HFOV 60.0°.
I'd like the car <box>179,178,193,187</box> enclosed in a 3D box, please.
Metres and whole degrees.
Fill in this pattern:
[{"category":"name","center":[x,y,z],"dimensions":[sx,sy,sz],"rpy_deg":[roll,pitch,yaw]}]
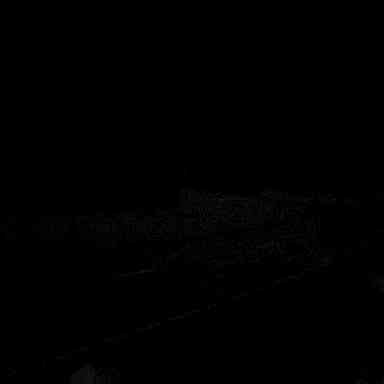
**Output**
[{"category":"car","center":[-0.237,-2.048,84.238],"dimensions":[2.231,1.521,4.892],"rpy_deg":[6,5,39]}]

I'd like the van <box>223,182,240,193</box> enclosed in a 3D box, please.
[{"category":"van","center":[9.027,-0.783,68.888],"dimensions":[1.878,1.987,4.442],"rpy_deg":[6,5,39]}]

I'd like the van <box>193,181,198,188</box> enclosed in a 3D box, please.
[{"category":"van","center":[2.916,-1.779,79.174],"dimensions":[1.878,1.987,4.442],"rpy_deg":[6,5,39]}]

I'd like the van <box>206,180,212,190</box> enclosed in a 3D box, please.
[{"category":"van","center":[5.834,-1.275,73.843],"dimensions":[1.878,1.987,4.442],"rpy_deg":[6,5,39]}]

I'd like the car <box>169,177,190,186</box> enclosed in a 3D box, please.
[{"category":"car","center":[-3.333,-2.800,89.371],"dimensions":[2.435,2.045,5.566],"rpy_deg":[5,5,38]}]

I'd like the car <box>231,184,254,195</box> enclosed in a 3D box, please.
[{"category":"car","center":[10.466,-0.307,66.240],"dimensions":[2.097,1.535,5.008],"rpy_deg":[6,5,39]}]

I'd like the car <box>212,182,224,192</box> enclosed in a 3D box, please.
[{"category":"car","center":[7.416,-1.053,71.339],"dimensions":[2.435,2.045,5.566],"rpy_deg":[6,5,39]}]

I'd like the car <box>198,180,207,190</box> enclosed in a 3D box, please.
[{"category":"car","center":[4.350,-1.426,76.493],"dimensions":[2.185,1.767,4.553],"rpy_deg":[6,5,39]}]

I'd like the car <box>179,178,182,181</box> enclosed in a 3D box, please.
[{"category":"car","center":[-1.783,-2.270,86.824],"dimensions":[2.163,1.488,4.792],"rpy_deg":[5,5,39]}]

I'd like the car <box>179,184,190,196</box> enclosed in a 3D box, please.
[{"category":"car","center":[-2.986,0.020,55.775],"dimensions":[2.002,1.452,4.674],"rpy_deg":[5,6,37]}]
